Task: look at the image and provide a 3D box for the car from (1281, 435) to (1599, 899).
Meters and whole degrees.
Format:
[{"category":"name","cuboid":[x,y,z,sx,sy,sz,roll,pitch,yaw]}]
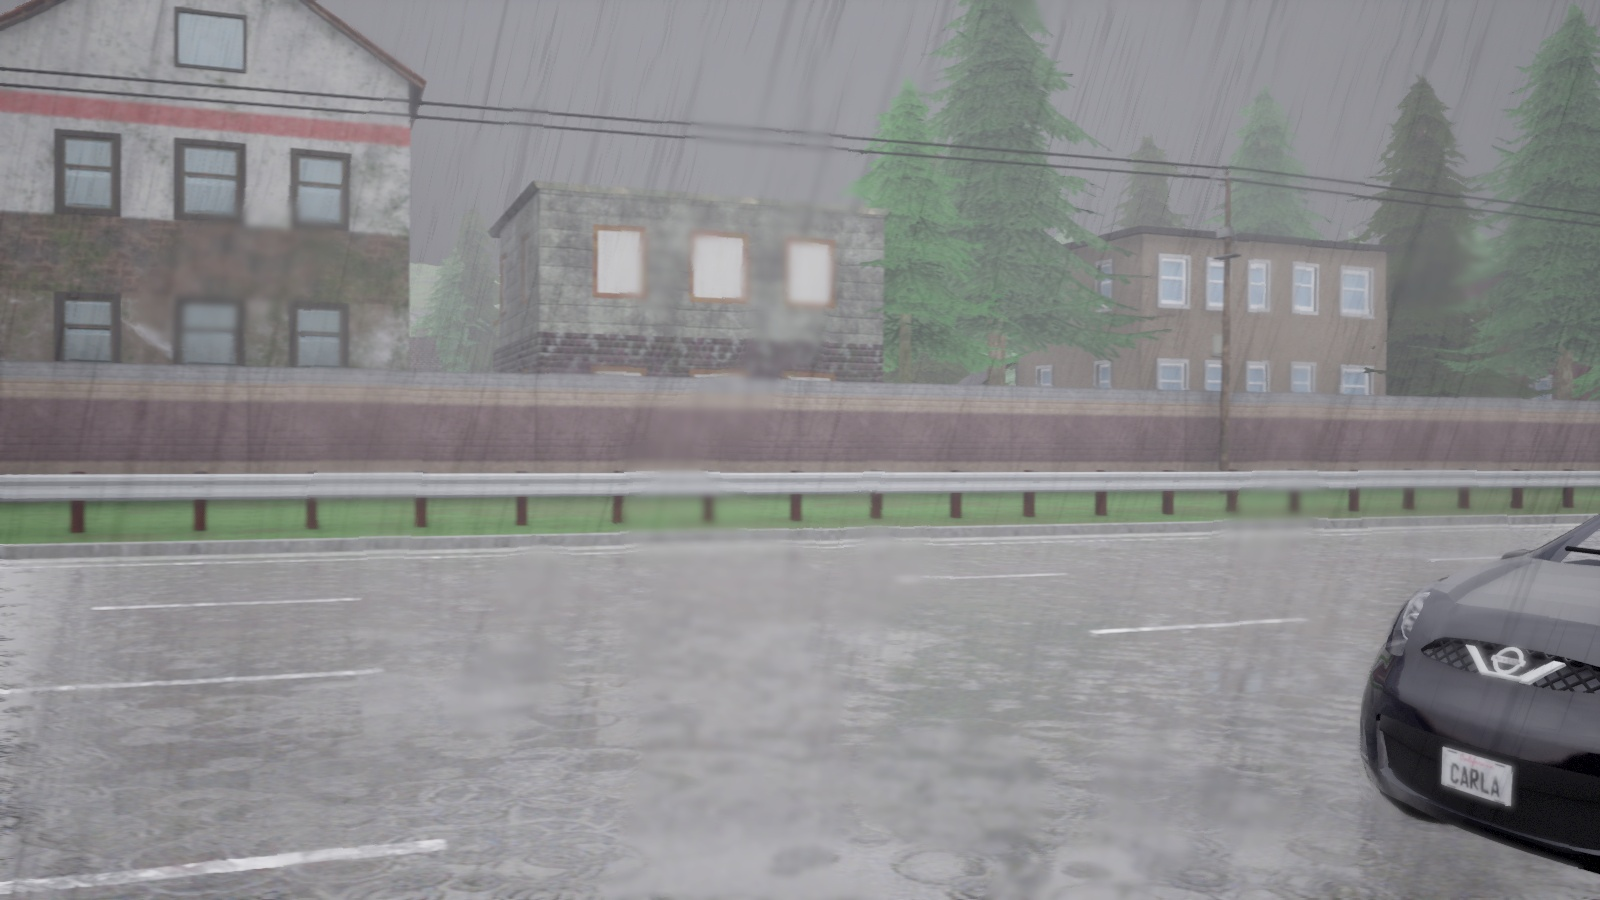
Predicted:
[{"category":"car","cuboid":[3.922,0.693,4.728,3.633,1.501,1.845,-1,1,-21]}]
